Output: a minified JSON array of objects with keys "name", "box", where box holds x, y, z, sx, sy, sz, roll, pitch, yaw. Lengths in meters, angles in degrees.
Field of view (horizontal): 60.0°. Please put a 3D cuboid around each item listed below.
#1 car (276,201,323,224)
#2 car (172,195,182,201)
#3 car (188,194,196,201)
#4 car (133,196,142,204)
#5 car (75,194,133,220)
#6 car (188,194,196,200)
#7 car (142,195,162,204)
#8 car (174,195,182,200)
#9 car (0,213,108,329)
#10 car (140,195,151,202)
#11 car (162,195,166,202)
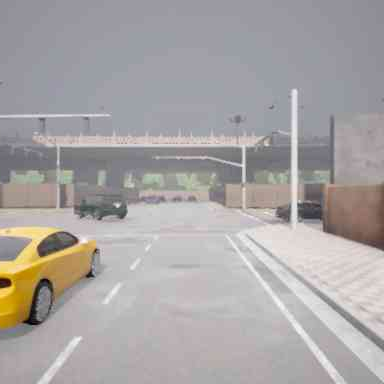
[{"name":"car","box":[8.434,1.410,23.643,4.892,1.490,1.837,0,-2,-6]},{"name":"car","box":[-3.506,1.471,76.945,1.895,1.301,4.718,0,0,0]},{"name":"car","box":[-0.006,1.472,76.581,1.895,1.301,4.718,0,0,0]},{"name":"car","box":[-10.541,1.470,59.540,1.994,1.385,4.181,0,0,1]},{"name":"car","box":[-7.375,1.154,26.723,2.150,2.045,5.566,1,-1,-43]},{"name":"car","box":[-0.007,1.388,86.908,2.128,1.511,4.902,0,0,0]},{"name":"car","box":[-7.045,1.258,59.655,2.097,1.767,4.553,0,0,1]},{"name":"car","box":[-3.507,1.458,86.937,1.895,1.301,4.718,0,0,0]},{"name":"car","box":[-3.449,1.466,7.080,1.882,1.535,5.008,0,0,0]},{"name":"car","box":[-10.506,1.435,75.054,1.994,1.385,4.181,0,0,0]},{"name":"car","box":[-7.006,1.360,75.148,1.882,1.535,5.008,0,0,0]}]
